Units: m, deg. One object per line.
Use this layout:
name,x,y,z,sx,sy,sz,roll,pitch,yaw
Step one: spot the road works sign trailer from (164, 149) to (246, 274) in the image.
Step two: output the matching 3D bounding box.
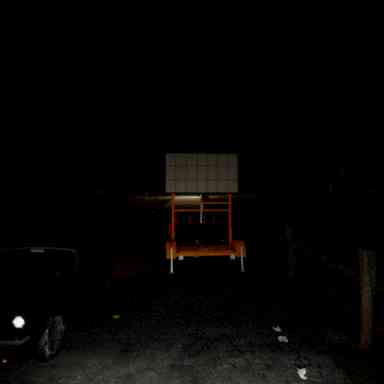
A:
road works sign trailer,0.291,0.458,10.671,2.380,3.560,2.880,0,0,-6

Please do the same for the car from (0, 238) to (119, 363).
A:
car,-2.743,1.598,6.022,1.895,1.301,4.718,0,0,0
